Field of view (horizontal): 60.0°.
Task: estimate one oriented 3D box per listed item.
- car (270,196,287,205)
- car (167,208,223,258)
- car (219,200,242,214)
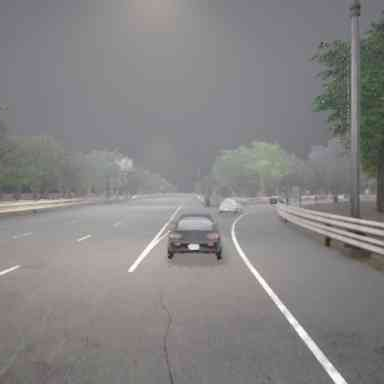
[{"bbox_3d":[15.023,1.444,57.399,1.882,1.535,5.008,0,0,34],"label":"car"},{"bbox_3d":[0.153,1.527,12.574,1.812,1.442,4.674,0,0,2],"label":"car"},{"bbox_3d":[4.095,1.516,34.935,1.812,1.442,4.674,0,0,17],"label":"car"}]
